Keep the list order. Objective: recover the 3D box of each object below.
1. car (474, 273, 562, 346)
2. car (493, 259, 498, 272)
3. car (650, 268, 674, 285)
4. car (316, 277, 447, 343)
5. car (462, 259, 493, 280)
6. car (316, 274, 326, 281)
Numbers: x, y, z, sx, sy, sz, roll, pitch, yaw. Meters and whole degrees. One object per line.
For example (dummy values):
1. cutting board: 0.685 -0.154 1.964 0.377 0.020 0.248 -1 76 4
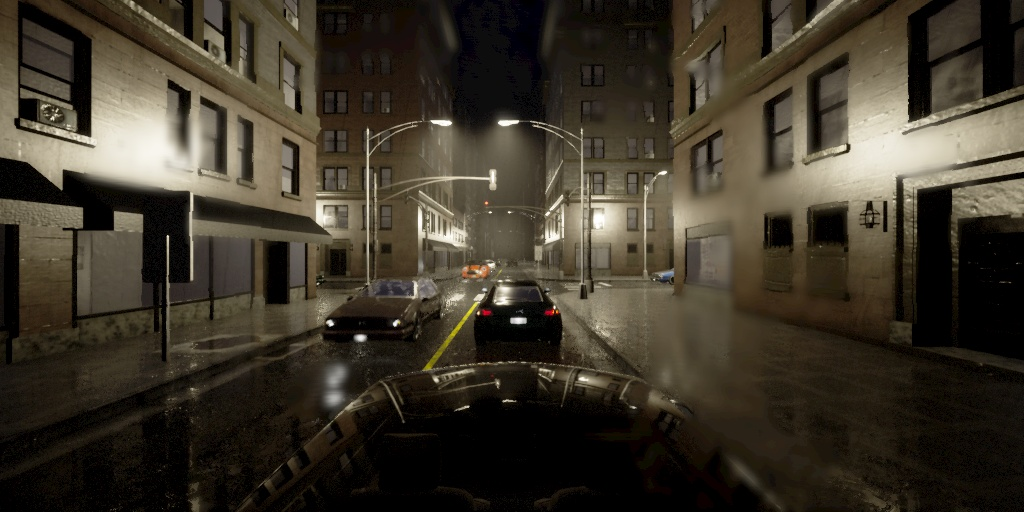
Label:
1. car: 0.113 1.314 9.458 1.994 1.385 4.181 0 0 -1
2. car: -3.098 1.272 46.260 1.812 1.442 4.674 0 0 0
3. car: 12.613 1.261 25.119 5.357 1.411 2.033 0 0 0
4. car: -3.101 1.297 10.000 2.033 1.411 5.357 0 0 0
5. car: -3.102 1.101 31.572 2.097 1.767 4.553 0 0 0
6. car: -14.028 1.387 21.829 4.718 1.301 1.895 0 0 0
